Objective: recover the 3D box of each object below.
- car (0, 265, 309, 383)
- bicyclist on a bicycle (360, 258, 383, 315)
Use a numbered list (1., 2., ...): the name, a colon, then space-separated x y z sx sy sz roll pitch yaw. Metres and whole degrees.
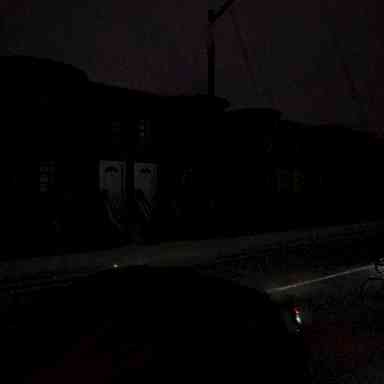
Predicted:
1. car: -0.687 1.564 3.493 4.181 1.385 1.994 0 0 -35
2. bicyclist on a bicycle: 3.720 1.454 5.763 0.582 1.620 1.656 0 -1 -35
